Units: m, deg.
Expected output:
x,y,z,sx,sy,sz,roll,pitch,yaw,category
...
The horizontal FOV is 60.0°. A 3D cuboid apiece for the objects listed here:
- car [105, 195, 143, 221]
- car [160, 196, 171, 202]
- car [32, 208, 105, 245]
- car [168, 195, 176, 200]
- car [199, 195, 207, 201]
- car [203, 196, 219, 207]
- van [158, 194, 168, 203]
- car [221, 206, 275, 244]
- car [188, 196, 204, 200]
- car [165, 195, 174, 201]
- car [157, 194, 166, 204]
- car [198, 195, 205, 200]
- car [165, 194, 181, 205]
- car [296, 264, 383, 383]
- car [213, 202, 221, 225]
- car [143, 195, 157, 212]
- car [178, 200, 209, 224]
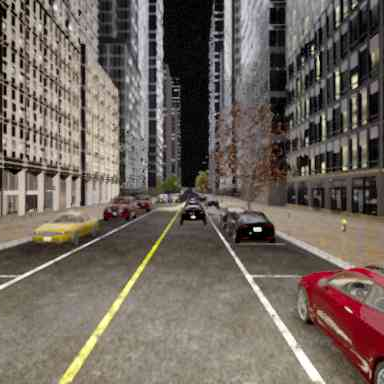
x,y,z,sx,sy,sz,roll,pitch,yaw,category
-5.708,1.316,27.073,2.192,1.841,5.009,0,0,0,car
-5.727,1.538,72.612,1.947,1.339,4.313,0,0,0,car
-5.701,1.528,15.520,1.752,1.417,4.829,0,0,0,car
-5.737,1.506,95.380,1.947,1.339,4.313,0,0,0,car
2.648,1.502,83.992,1.887,1.381,4.507,0,0,0,car
2.667,1.546,44.142,2.008,1.369,4.403,0,0,0,car
-5.725,1.319,66.918,1.690,1.788,3.998,0,0,0,van
2.680,1.569,15.681,1.947,1.339,4.313,0,0,0,car
0.081,1.543,42.427,2.033,1.411,5.357,0,0,0,car
-5.732,1.523,83.996,1.947,1.339,4.313,0,0,0,car
-5.722,1.423,61.227,1.967,1.590,4.097,0,0,0,car
2.643,1.522,95.377,1.802,1.307,4.206,0,0,0,car
-3.070,1.476,59.419,2.128,1.511,4.902,0,0,1,car
2.684,1.583,4.298,1.802,1.307,4.206,0,0,0,car
2.677,1.553,21.373,2.008,1.369,4.403,0,0,0,car
-5.713,1.312,38.458,2.192,1.841,5.009,0,0,0,car
0.087,1.528,24.576,1.812,1.442,4.674,0,0,0,car
